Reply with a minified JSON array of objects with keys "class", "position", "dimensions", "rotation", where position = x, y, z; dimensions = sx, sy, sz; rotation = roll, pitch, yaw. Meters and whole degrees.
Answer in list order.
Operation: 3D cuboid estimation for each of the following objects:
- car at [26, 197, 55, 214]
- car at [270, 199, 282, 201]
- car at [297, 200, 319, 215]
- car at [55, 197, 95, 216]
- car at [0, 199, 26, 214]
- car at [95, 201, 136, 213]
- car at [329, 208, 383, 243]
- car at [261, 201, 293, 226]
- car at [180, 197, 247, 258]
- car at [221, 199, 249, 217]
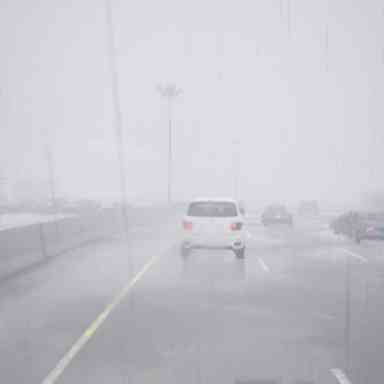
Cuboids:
[{"class":"car","position":[-13.787,1.269,33.088],"dimensions":[2.097,1.767,4.553],"rotation":[0,0,12]},{"class":"car","position":[10.476,1.544,41.595],"dimensions":[1.812,1.442,4.674],"rotation":[0,0,18]},{"class":"car","position":[12.008,1.524,34.524],"dimensions":[2.128,1.511,4.902],"rotation":[0,0,15]},{"class":"car","position":[-10.501,1.401,31.714],"dimensions":[1.882,1.535,5.008],"rotation":[0,0,12]},{"class":"car","position":[-17.258,1.416,33.592],"dimensions":[1.812,1.442,4.674],"rotation":[0,0,12]},{"class":"car","position":[-6.965,1.583,31.523],"dimensions":[1.895,1.301,4.718],"rotation":[0,0,12]},{"class":"car","position":[8.229,1.576,15.974],"dimensions":[2.033,1.411,5.357],"rotation":[0,0,7]},{"class":"car","position":[5.936,1.575,23.562],"dimensions":[1.994,1.385,4.181],"rotation":[0,0,10]},{"class":"car","position":[0.865,1.215,12.950],"dimensions":[2.150,2.045,5.566],"rotation":[0,0,5]},{"class":"car","position":[4.328,1.487,32.804],"dimensions":[2.128,1.511,4.902],"rotation":[0,0,13]}]
